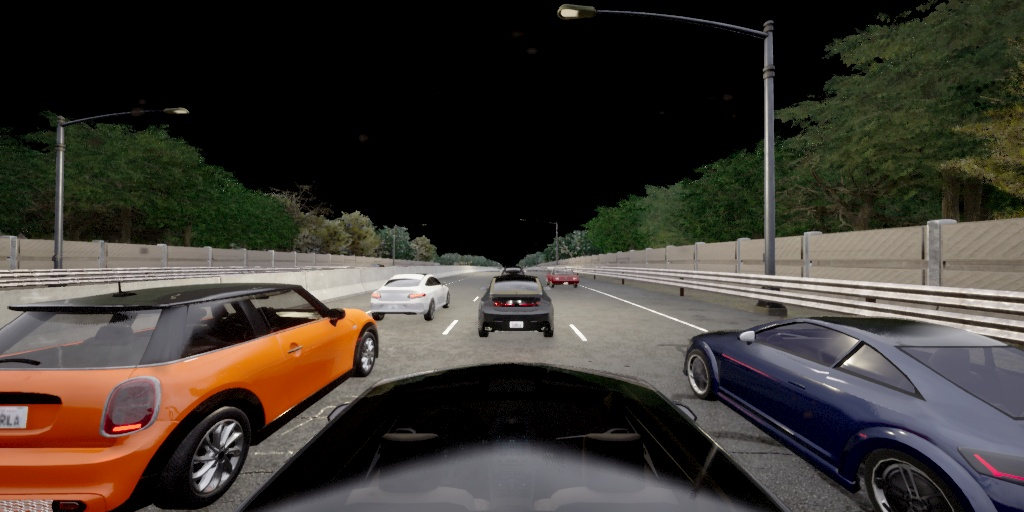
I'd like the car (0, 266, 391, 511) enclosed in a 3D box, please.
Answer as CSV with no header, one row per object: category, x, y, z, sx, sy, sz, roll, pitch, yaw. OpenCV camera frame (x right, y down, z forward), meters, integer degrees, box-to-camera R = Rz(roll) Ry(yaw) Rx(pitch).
car,-3.403,1.107,4.528,2.097,1.767,4.553,0,0,0

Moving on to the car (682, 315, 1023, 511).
car,3.600,1.316,3.801,1.994,1.385,4.181,0,0,0

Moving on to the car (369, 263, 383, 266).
car,-21.059,2.007,55.080,2.097,1.767,4.553,0,-1,0

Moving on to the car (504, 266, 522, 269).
car,0.090,1.538,28.348,1.837,1.490,4.892,0,-1,0

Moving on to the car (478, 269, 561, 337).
car,0.097,1.289,10.350,1.837,1.490,4.892,0,0,0

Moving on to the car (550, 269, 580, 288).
car,3.591,1.593,26.271,1.895,1.301,4.718,0,-1,0

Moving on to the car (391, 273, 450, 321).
car,-3.403,1.327,12.585,1.812,1.442,4.674,0,-1,0

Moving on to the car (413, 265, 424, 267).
car,-14.069,2.109,54.099,1.882,1.535,5.008,0,-2,1
